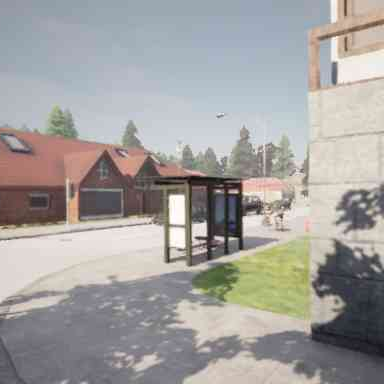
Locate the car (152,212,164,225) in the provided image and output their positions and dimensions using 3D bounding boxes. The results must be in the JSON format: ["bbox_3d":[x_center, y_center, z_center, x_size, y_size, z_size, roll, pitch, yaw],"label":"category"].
[{"bbox_3d":[-0.690,1.691,25.360,2.033,1.411,5.357,-1,0,36],"label":"car"}]

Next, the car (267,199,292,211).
[{"bbox_3d":[11.065,1.648,41.742,1.837,1.490,4.892,-1,0,36],"label":"car"}]

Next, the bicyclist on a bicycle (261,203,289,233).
[{"bbox_3d":[4.521,1.404,18.209,1.656,1.620,0.582,-1,-1,36],"label":"bicyclist on a bicycle"}]

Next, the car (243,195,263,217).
[{"bbox_3d":[5.205,1.365,33.613,2.150,2.045,5.566,-1,0,36],"label":"car"}]
